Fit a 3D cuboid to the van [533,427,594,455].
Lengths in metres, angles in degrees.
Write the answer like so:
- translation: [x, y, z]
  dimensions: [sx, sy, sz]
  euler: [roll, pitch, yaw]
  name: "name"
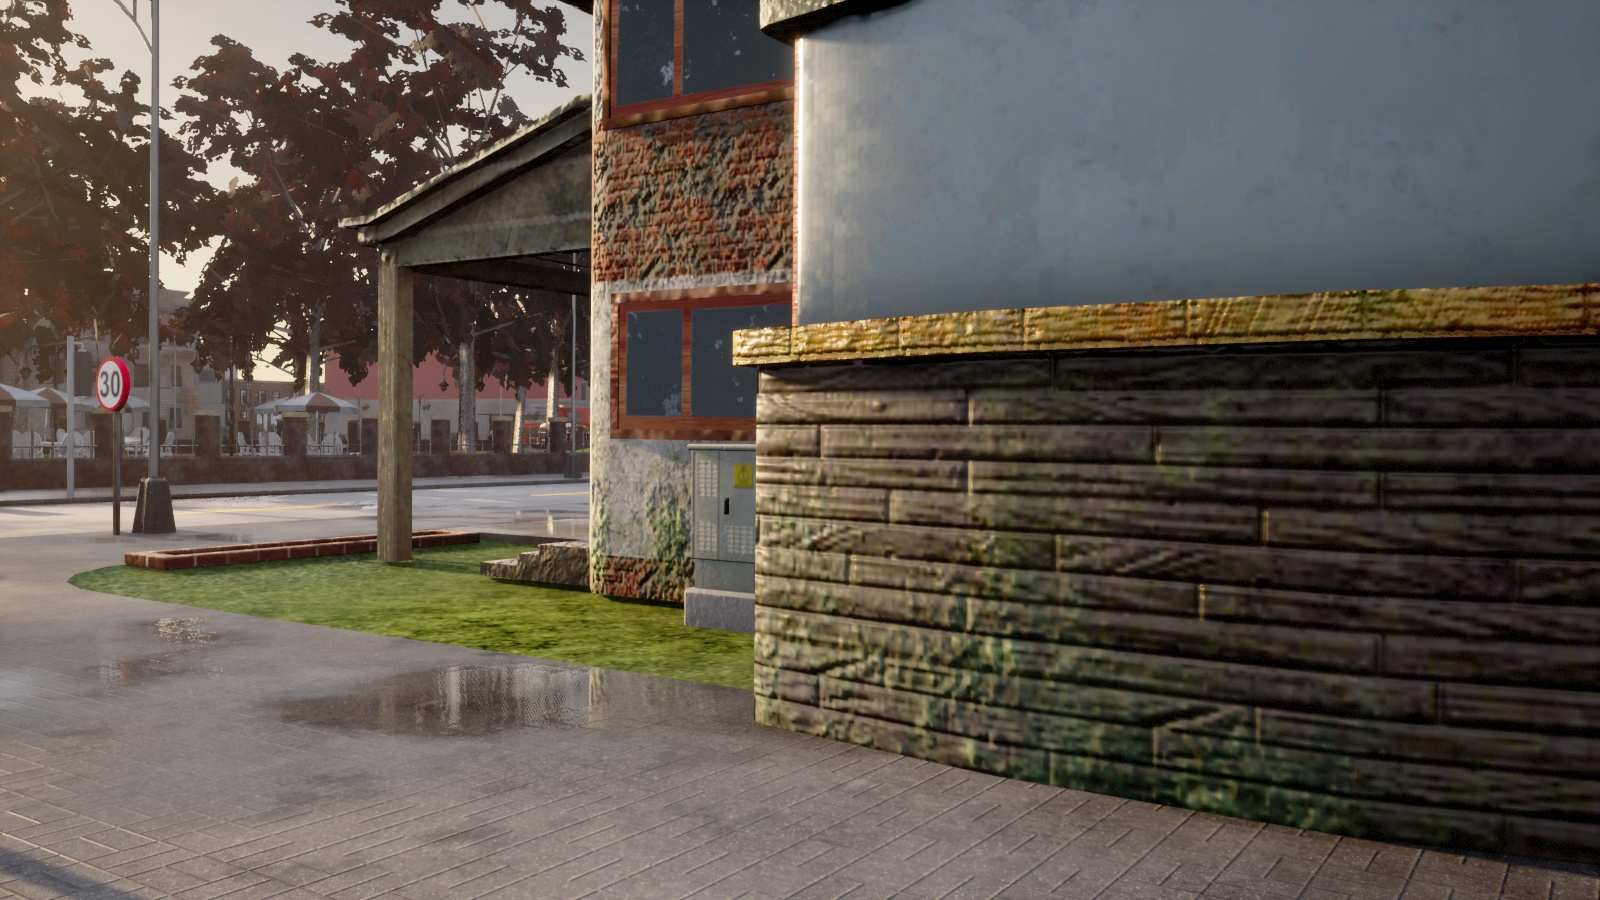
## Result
- translation: [-18.045, -0.693, 96.037]
  dimensions: [2.069, 2.038, 4.480]
  euler: [0, 1, 34]
  name: "van"
